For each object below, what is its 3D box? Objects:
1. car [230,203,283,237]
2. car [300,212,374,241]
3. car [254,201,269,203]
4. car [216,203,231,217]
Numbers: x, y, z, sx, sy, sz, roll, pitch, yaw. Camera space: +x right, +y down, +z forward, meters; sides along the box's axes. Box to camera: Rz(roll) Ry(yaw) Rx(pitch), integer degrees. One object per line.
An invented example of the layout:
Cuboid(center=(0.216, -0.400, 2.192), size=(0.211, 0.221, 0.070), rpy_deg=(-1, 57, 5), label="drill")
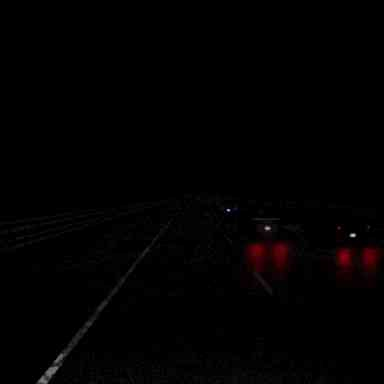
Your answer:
Cuboid(center=(3.597, 1.539, 18.235), size=(2.128, 1.511, 4.902), rpy_deg=(0, -1, 0), label="car")
Cuboid(center=(7.098, 1.635, 16.882), size=(1.895, 1.301, 4.718), rpy_deg=(0, -1, 0), label="car")
Cuboid(center=(7.096, 1.722, 34.291), size=(1.837, 1.490, 4.892), rpy_deg=(0, -1, 0), label="car")
Cuboid(center=(3.596, 1.786, 34.740), size=(1.994, 1.385, 4.181), rpy_deg=(0, -1, 0), label="car")
